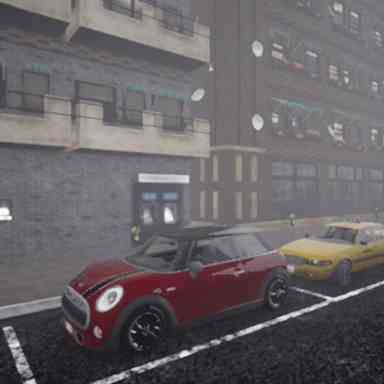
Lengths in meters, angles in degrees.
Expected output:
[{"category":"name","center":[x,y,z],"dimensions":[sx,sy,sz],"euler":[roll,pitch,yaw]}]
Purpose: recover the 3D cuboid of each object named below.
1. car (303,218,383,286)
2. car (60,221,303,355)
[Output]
[{"category":"car","center":[4.214,1.422,9.106],"dimensions":[4.829,1.417,1.752],"euler":[-1,1,-36]},{"category":"car","center":[-0.161,1.401,5.976],"dimensions":[4.097,1.590,1.967],"euler":[-1,1,-36]}]
